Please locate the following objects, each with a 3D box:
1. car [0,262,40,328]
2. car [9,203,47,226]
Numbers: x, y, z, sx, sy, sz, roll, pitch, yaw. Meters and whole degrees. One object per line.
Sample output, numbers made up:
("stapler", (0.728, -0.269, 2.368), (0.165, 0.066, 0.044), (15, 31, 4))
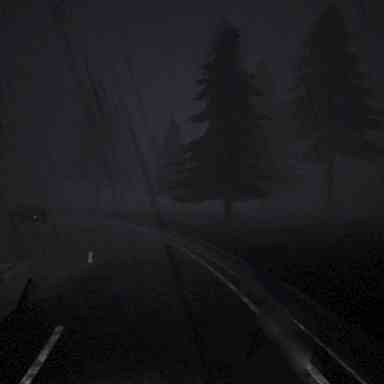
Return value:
("car", (-3.735, 1.632, 4.624), (1.895, 1.301, 4.718), (0, 0, -8))
("car", (-12.419, 1.591, 25.074), (1.882, 1.535, 5.008), (0, 0, -38))
